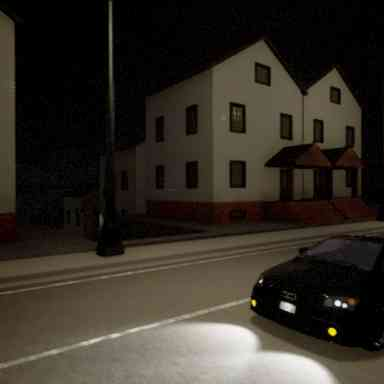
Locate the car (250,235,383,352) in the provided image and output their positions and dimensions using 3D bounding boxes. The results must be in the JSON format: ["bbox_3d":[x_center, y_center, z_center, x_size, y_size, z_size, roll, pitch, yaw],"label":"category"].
[{"bbox_3d":[3.064,1.539,6.168,4.181,1.385,1.994,0,0,-35],"label":"car"}]
